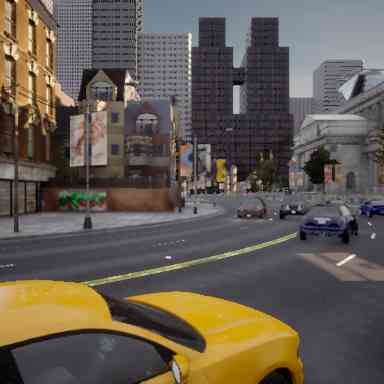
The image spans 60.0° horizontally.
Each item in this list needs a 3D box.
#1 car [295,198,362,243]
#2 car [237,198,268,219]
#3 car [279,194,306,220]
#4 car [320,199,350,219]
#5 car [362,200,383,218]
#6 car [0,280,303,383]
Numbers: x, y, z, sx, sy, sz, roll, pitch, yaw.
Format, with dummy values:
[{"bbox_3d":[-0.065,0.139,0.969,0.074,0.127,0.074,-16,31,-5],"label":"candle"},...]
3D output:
[{"bbox_3d":[6.871,1.341,16.438,2.097,1.767,4.553,0,0,33],"label":"car"},{"bbox_3d":[5.403,1.329,29.354,2.097,1.767,4.553,0,0,19],"label":"car"},{"bbox_3d":[8.730,1.188,28.243,2.150,2.045,5.566,0,0,19],"label":"car"},{"bbox_3d":[13.157,1.491,30.810,1.837,1.490,4.892,0,0,15],"label":"car"},{"bbox_3d":[16.573,1.464,30.065,1.882,1.535,5.008,0,0,14],"label":"car"},{"bbox_3d":[-1.179,1.475,2.495,5.008,1.535,1.882,0,0,-37],"label":"car"}]
